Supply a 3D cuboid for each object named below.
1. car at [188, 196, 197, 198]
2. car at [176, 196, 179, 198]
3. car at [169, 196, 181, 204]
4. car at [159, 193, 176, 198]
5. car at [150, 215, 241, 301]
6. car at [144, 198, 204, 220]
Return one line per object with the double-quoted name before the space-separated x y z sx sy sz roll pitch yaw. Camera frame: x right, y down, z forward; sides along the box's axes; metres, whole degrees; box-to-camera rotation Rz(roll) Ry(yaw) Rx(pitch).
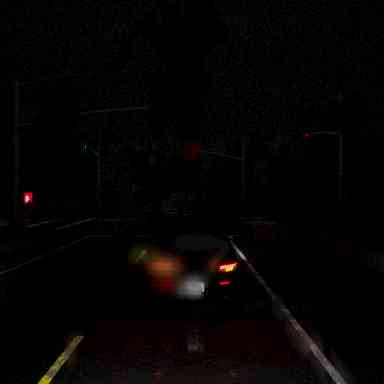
"car" 0.089 1.523 70.231 2.128 1.511 4.902 0 0 0
"car" -3.531 1.221 52.927 2.150 2.045 5.566 0 0 0
"car" -3.446 1.492 66.796 2.128 1.511 4.902 0 0 0
"car" -3.546 1.352 42.395 2.097 1.767 4.553 0 0 0
"car" 0.082 1.526 8.183 1.812 1.442 4.674 0 0 0
"car" -1.450 1.488 27.376 4.902 1.511 2.128 0 0 -4
